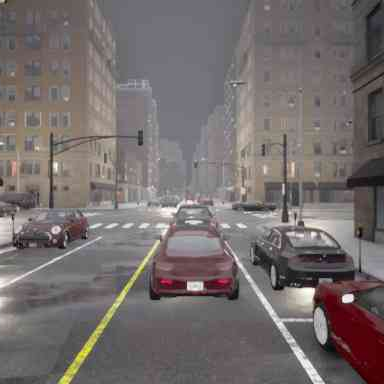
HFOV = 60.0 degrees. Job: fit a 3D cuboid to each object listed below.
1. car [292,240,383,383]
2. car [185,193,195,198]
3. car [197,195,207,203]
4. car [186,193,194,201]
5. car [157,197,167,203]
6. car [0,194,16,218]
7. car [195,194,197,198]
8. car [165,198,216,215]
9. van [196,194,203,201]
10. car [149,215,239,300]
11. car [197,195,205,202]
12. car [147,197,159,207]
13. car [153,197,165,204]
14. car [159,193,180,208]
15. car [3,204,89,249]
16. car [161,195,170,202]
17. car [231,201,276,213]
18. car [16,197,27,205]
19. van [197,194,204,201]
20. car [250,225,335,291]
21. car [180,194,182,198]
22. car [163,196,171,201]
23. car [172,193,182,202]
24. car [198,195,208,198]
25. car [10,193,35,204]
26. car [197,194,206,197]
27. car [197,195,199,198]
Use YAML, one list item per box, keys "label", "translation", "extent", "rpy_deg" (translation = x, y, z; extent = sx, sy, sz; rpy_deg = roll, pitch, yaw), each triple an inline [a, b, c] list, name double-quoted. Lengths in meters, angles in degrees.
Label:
- label: "car"
  translation: [2.670, 1.545, 3.314]
  extent: [1.887, 1.381, 4.507]
  rpy_deg: [0, 0, 0]
- label: "car"
  translation: [-0.522, 1.321, 79.459]
  extent: [2.150, 2.045, 5.566]
  rpy_deg: [0, 0, -1]
- label: "car"
  translation: [2.202, 1.521, 74.759]
  extent: [1.967, 1.590, 4.097]
  rpy_deg: [0, 0, -1]
- label: "car"
  translation: [-0.642, 1.359, 90.177]
  extent: [2.150, 2.045, 5.566]
  rpy_deg: [0, 0, -1]
- label: "car"
  translation: [-6.261, 1.647, 69.163]
  extent: [1.802, 1.307, 4.206]
  rpy_deg: [0, 0, -1]
- label: "car"
  translation: [-17.339, 1.245, 27.017]
  extent: [4.553, 1.767, 2.097]
  rpy_deg: [0, 0, 0]
- label: "car"
  translation: [2.265, 1.381, 69.252]
  extent: [2.192, 1.841, 5.009]
  rpy_deg: [0, 0, -1]
- label: "car"
  translation: [0.071, 1.353, 15.648]
  extent: [2.097, 1.767, 4.553]
  rpy_deg: [0, 0, 0]
- label: "van"
  translation: [2.018, 1.480, 91.280]
  extent: [1.690, 1.788, 3.998]
  rpy_deg: [0, 0, -1]
- label: "car"
  translation: [0.022, 1.526, 8.284]
  extent: [1.812, 1.442, 4.674]
  rpy_deg: [0, 0, -1]
- label: "car"
  translation: [2.141, 1.538, 80.265]
  extent: [1.967, 1.590, 4.097]
  rpy_deg: [0, 0, -1]
- label: "car"
  translation: [-6.075, 1.581, 52.640]
  extent: [2.008, 1.369, 4.403]
  rpy_deg: [0, 0, -1]
- label: "car"
  translation: [-6.199, 1.596, 63.655]
  extent: [1.887, 1.381, 4.507]
  rpy_deg: [0, 0, -1]
- label: "car"
  translation: [-3.254, 1.377, 48.524]
  extent: [2.097, 1.767, 4.553]
  rpy_deg: [0, 0, -1]
- label: "car"
  translation: [-5.875, 1.441, 14.278]
  extent: [1.967, 1.590, 4.097]
  rpy_deg: [0, 0, 0]
- label: "car"
  translation: [-6.384, 1.538, 80.179]
  extent: [1.967, 1.590, 4.097]
  rpy_deg: [0, 0, -1]
- label: "car"
  translation: [6.772, 1.663, 37.152]
  extent: [4.718, 1.301, 1.895]
  rpy_deg: [1, -1, 0]
- label: "car"
  translation: [-18.266, 1.406, 30.260]
  extent: [4.902, 1.511, 2.128]
  rpy_deg: [0, 0, 0]
- label: "van"
  translation: [2.080, 1.459, 85.773]
  extent: [1.690, 1.788, 3.998]
  rpy_deg: [0, 0, -1]
- label: "car"
  translation: [2.660, 1.551, 8.805]
  extent: [2.008, 1.369, 4.403]
  rpy_deg: [0, 0, 0]
- label: "car"
  translation: [-3.408, 1.586, 67.325]
  extent: [1.812, 1.442, 4.674]
  rpy_deg: [0, 0, 0]
- label: "car"
  translation: [-6.446, 1.699, 85.686]
  extent: [1.802, 1.307, 4.206]
  rpy_deg: [0, 0, -1]
- label: "car"
  translation: [-3.504, 1.315, 77.856]
  extent: [2.150, 2.045, 5.566]
  rpy_deg: [0, 0, -1]
- label: "car"
  translation: [2.449, 1.576, 52.731]
  extent: [1.887, 1.381, 4.507]
  rpy_deg: [0, 0, -1]
- label: "car"
  translation: [-20.428, 1.181, 36.945]
  extent: [5.566, 2.045, 2.150]
  rpy_deg: [0, 0, 0]
- label: "car"
  translation: [2.324, 1.578, 63.915]
  extent: [1.752, 1.417, 4.829]
  rpy_deg: [0, 0, -1]
- label: "car"
  translation: [2.388, 1.607, 58.238]
  extent: [1.947, 1.339, 4.313]
  rpy_deg: [0, 0, -1]
